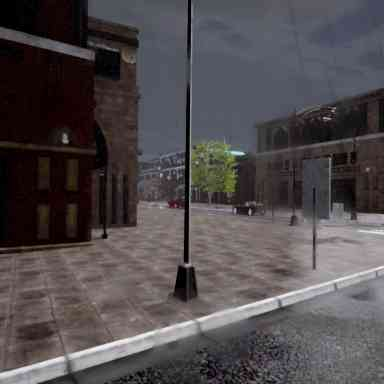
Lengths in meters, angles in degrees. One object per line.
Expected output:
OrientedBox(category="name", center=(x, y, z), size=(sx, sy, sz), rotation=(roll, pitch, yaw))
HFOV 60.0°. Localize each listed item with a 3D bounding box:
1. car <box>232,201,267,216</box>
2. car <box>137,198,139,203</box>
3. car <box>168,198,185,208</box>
OrientedBox(category="car", center=(5.784, 1.628, 33.768), size=(2.008, 1.369, 4.403), rotation=(1, -1, -27))
OrientedBox(category="car", center=(-12.196, 1.671, 69.007), size=(1.802, 1.307, 4.206), rotation=(1, -1, -27))
OrientedBox(category="car", center=(-2.165, 1.627, 49.311), size=(1.887, 1.381, 4.507), rotation=(1, -1, -27))
